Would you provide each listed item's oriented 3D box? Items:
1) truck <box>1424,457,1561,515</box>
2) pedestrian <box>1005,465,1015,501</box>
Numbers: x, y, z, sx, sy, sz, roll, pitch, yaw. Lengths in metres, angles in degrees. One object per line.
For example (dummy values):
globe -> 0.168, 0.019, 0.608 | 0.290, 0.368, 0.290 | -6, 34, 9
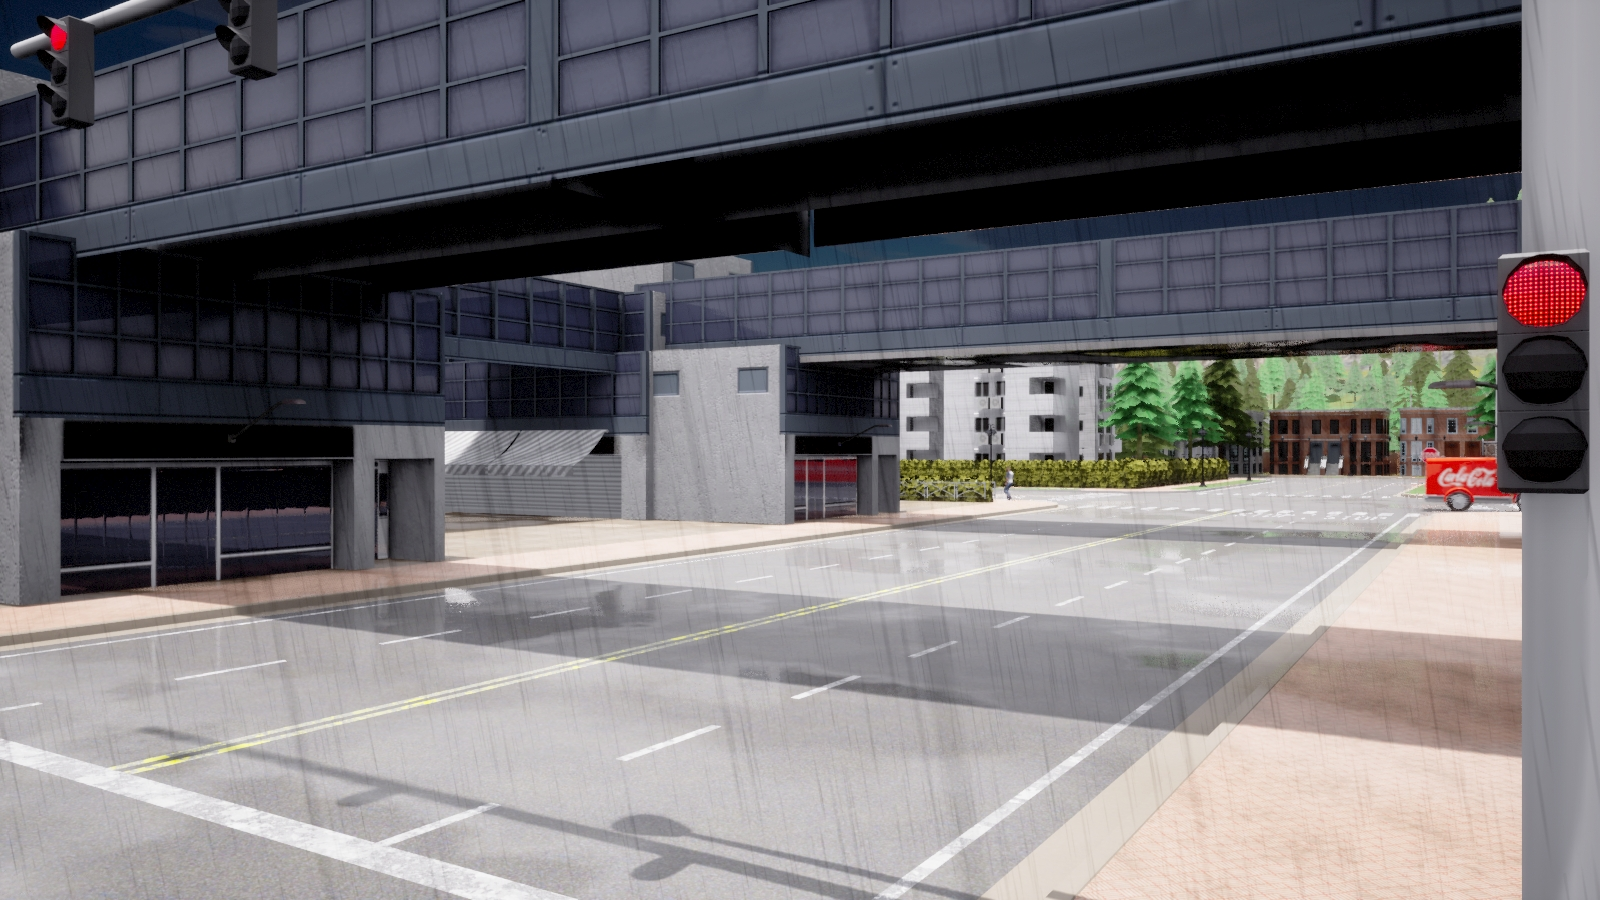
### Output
truck -> 31.333, 1.568, 51.817 | 5.204, 2.467, 2.627 | 0, 0, 32
pedestrian -> 10.855, 1.696, 59.119 | 0.375, 1.860, 0.375 | 0, 0, 42
